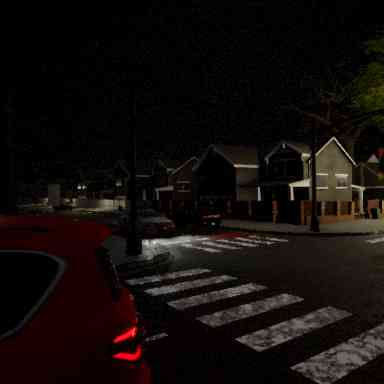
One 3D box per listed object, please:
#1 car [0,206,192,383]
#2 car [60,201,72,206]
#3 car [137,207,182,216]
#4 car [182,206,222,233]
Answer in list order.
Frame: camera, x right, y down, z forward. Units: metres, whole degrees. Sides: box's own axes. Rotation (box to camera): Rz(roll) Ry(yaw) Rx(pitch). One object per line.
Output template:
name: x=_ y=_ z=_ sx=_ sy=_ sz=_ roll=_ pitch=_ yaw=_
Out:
car: x=-2.908 y=1.222 z=1.623 sx=5.566 sy=2.045 sz=2.150 roll=0 pitch=0 yaw=-35
car: x=-18.390 y=1.987 z=47.205 sx=2.128 sy=1.511 sz=4.902 roll=-1 pitch=0 yaw=-34
car: x=-2.798 y=1.717 z=19.744 sx=1.812 sy=1.442 sz=4.674 roll=-1 pitch=0 yaw=-35
car: x=-0.193 y=1.633 z=20.997 sx=2.128 sy=1.511 sz=4.902 roll=-1 pitch=0 yaw=-35
